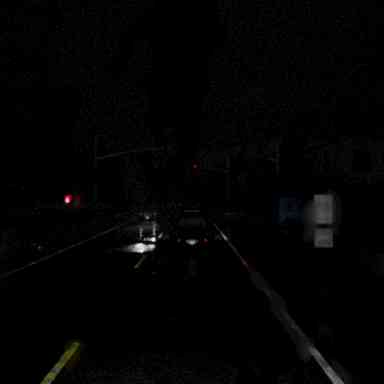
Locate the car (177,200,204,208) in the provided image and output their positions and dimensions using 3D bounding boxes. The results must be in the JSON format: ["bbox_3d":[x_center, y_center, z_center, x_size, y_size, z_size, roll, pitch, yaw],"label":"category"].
[{"bbox_3d":[0.014,1.766,29.298,2.128,1.511,4.902,0,0,0],"label":"car"}]

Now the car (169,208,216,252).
[{"bbox_3d":[0.009,1.661,14.377,1.812,1.442,4.674,0,0,0],"label":"car"}]

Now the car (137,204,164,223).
[{"bbox_3d":[-3.493,1.759,28.459,2.128,1.511,4.902,0,-1,0],"label":"car"}]

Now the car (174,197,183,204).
[{"bbox_3d":[-3.470,2.158,86.881,2.097,1.767,4.553,0,-1,0],"label":"car"}]
